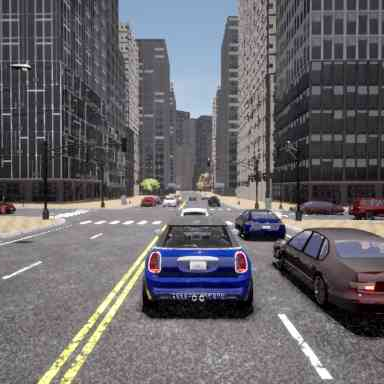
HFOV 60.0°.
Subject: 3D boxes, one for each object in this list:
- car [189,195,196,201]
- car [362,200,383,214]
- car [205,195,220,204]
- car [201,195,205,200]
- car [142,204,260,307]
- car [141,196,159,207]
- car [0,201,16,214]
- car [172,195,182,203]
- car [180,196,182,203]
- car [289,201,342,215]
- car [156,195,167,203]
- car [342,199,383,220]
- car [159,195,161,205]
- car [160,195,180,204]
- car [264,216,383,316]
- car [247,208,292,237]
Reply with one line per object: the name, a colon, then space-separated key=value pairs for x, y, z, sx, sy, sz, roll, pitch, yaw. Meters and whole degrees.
car: x=0.133 y=1.451 z=79.797 sx=2.128 sy=1.511 sz=4.902 roll=0 pitch=0 yaw=0
car: x=21.871 y=1.643 z=37.057 sx=4.829 sy=1.417 sz=1.752 roll=1 pitch=0 yaw=1
car: x=3.415 y=1.466 z=53.080 sx=1.837 sy=1.490 sz=4.892 roll=0 pitch=0 yaw=0
car: x=3.398 y=1.507 z=88.787 sx=1.895 sy=1.301 sz=4.718 roll=0 pitch=0 yaw=0
car: x=0.113 y=1.348 z=8.131 sx=2.097 sy=1.767 sz=4.553 roll=0 pitch=0 yaw=0
car: x=-6.508 y=1.442 z=50.025 sx=1.882 sy=1.535 sz=5.008 roll=0 pitch=0 yaw=0
car: x=-19.340 y=1.408 z=32.013 sx=4.181 sy=1.385 sz=1.994 roll=1 pitch=1 yaw=1
car: x=-3.135 y=1.418 z=69.683 sx=1.882 sy=1.535 sz=5.008 roll=0 pitch=0 yaw=0
car: x=-3.228 y=1.501 z=59.467 sx=2.033 sy=1.411 sz=5.357 roll=0 pitch=0 yaw=0
car: x=12.864 y=1.629 z=34.577 sx=5.357 sy=1.411 sz=2.033 roll=0 pitch=1 yaw=0
car: x=-6.384 y=1.417 z=70.322 sx=1.882 sy=1.535 sz=5.008 roll=0 pitch=0 yaw=0
car: x=16.249 y=1.519 z=28.779 sx=5.009 sy=1.841 sz=2.192 roll=1 pitch=0 yaw=1
car: x=-6.477 y=1.500 z=59.952 sx=2.033 sy=1.411 sz=5.357 roll=0 pitch=0 yaw=0
car: x=-3.259 y=1.490 z=49.776 sx=1.812 sy=1.442 sz=4.674 roll=0 pitch=0 yaw=0
car: x=3.362 y=1.544 z=7.791 sx=2.033 sy=1.411 sz=5.357 roll=0 pitch=0 yaw=0
car: x=3.376 y=1.555 z=17.030 sx=1.994 sy=1.385 sz=4.181 roll=0 pitch=0 yaw=0
